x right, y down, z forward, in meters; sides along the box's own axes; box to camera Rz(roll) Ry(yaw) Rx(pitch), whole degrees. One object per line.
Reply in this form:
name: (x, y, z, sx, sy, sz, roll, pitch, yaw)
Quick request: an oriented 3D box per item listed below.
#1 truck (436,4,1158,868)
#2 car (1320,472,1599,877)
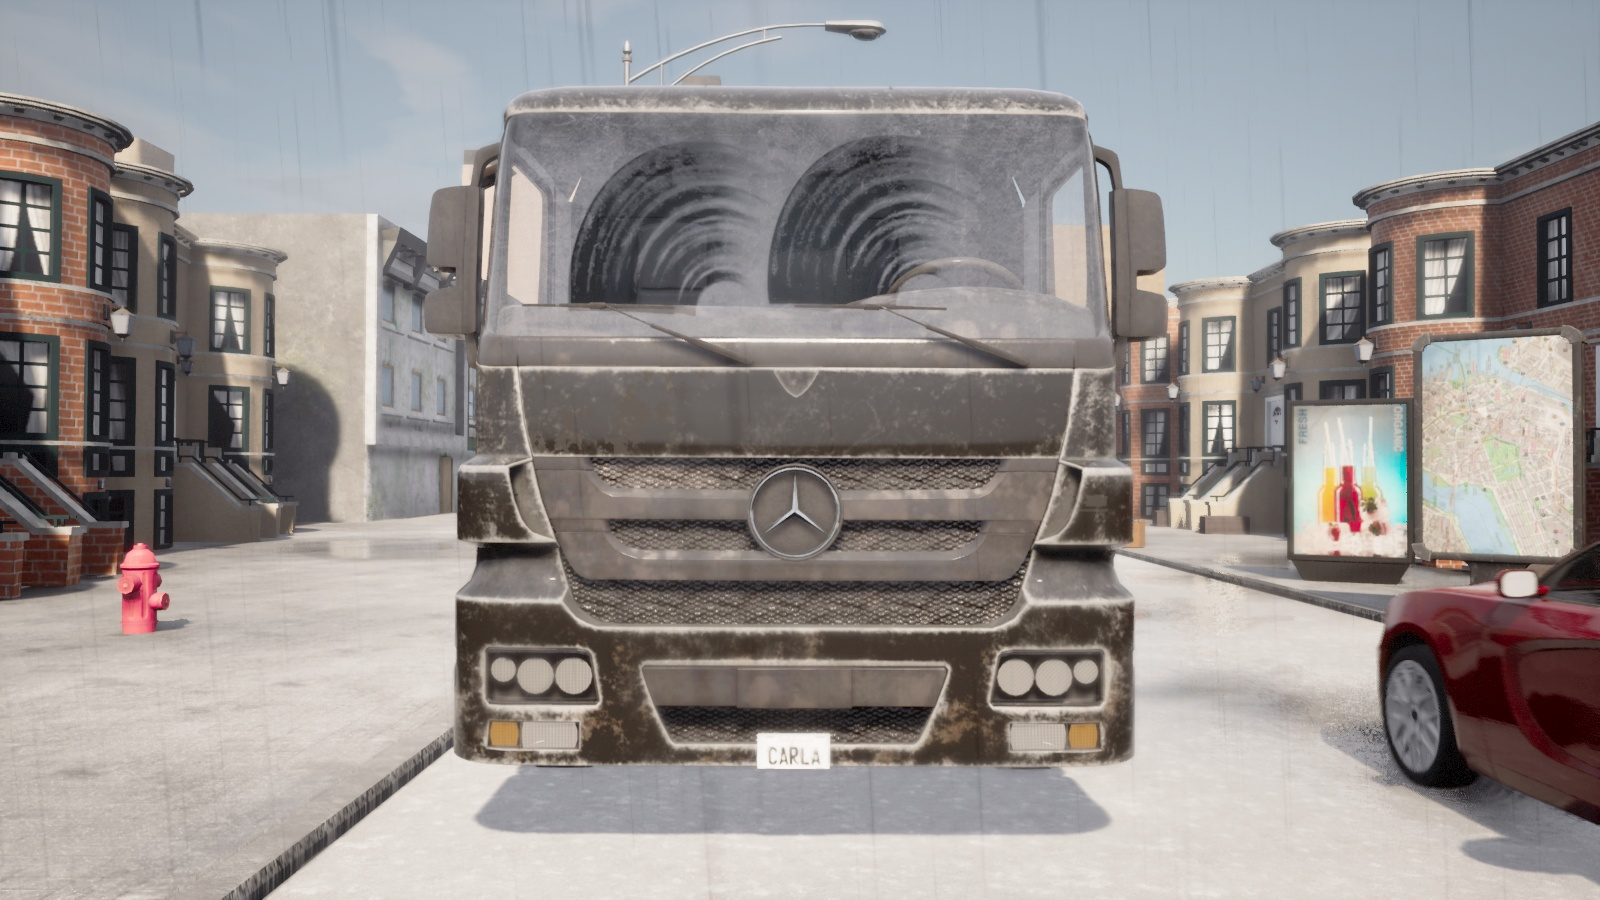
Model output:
truck: (-0.027, -0.019, 9.014, 2.891, 3.462, 7.936, 0, -1, 0)
car: (3.987, 0.857, 4.822, 1.882, 1.535, 5.008, 0, -1, 0)
